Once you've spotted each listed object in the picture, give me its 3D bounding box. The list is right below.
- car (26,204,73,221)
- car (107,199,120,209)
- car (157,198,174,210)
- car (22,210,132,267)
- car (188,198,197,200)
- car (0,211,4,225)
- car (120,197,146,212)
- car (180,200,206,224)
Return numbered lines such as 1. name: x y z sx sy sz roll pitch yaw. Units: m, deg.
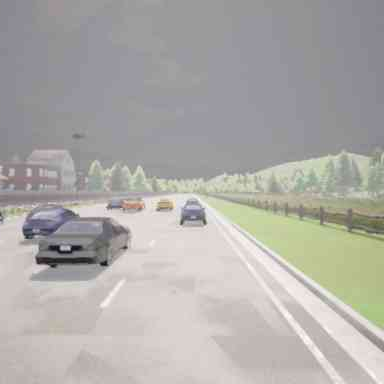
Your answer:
1. car: -6.904 1.547 17.059 1.812 1.442 4.674 0 0 0
2. car: -10.419 1.623 46.474 1.994 1.385 4.181 0 0 0
3. car: -3.419 1.531 43.024 1.882 1.535 5.008 0 0 0
4. car: -3.406 1.562 11.457 2.033 1.411 5.357 0 0 0
5. car: 0.084 1.584 47.159 1.812 1.442 4.674 0 0 0
6. car: -13.909 1.378 20.940 2.097 1.767 4.553 0 0 0
7. car: -6.916 1.402 40.295 2.097 1.767 4.553 0 0 0
8. car: 0.092 1.557 25.119 1.812 1.442 4.674 0 0 0
